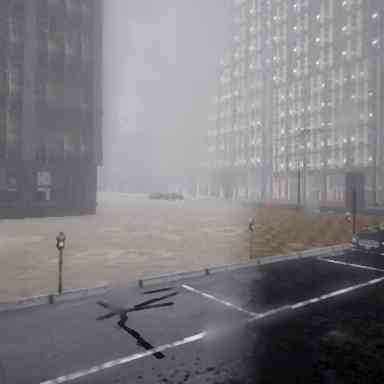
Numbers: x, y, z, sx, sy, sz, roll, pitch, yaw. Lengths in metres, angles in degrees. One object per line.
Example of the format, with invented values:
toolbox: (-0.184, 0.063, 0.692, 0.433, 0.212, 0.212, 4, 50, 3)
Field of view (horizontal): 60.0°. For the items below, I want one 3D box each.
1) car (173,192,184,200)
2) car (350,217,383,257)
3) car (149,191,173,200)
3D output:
car: (-3.299, 0.773, 61.163, 1.994, 1.385, 4.181, 1, 1, -35)
car: (7.479, 1.553, 12.043, 4.403, 1.369, 2.008, 0, 1, -35)
car: (-5.967, 0.660, 59.309, 2.128, 1.511, 4.902, 1, 1, -35)
